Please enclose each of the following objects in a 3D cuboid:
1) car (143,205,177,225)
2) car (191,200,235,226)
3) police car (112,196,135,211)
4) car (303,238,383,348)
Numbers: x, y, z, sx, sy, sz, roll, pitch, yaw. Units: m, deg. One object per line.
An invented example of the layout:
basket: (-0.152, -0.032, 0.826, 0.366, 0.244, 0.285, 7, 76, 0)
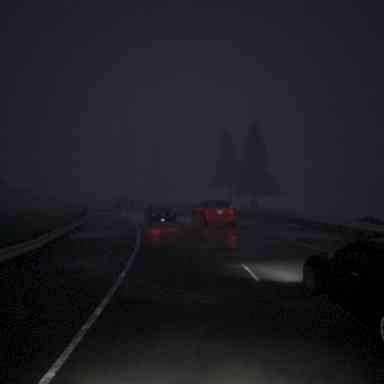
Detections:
car: (-2.433, 1.555, 24.060, 1.895, 1.301, 4.718, 0, 0, -13)
car: (1.323, 1.310, 23.132, 2.097, 1.767, 4.553, 0, 0, -12)
police car: (-8.433, 1.346, 40.557, 1.930, 1.638, 5.238, 0, 0, -26)
car: (3.515, 1.517, 5.734, 1.812, 1.442, 4.674, 0, 0, -2)
